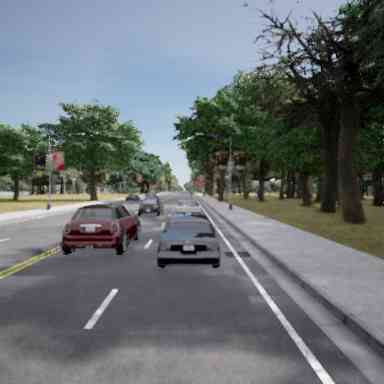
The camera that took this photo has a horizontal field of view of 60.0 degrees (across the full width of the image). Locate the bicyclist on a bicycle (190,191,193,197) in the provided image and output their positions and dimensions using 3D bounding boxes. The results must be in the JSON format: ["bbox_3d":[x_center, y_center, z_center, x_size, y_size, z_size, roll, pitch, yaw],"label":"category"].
[{"bbox_3d":[-0.067,0.643,93.066,0.866,1.612,1.509,0,0,-1],"label":"bicyclist on a bicycle"}]

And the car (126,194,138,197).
[{"bbox_3d":[-10.394,1.031,58.266,2.033,1.411,5.357,0,0,0],"label":"car"}]

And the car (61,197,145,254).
[{"bbox_3d":[-3.343,1.233,13.068,2.097,1.767,4.553,0,0,0],"label":"car"}]

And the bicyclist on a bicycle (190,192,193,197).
[{"bbox_3d":[0.029,0.729,84.066,0.582,1.620,1.656,0,0,-1],"label":"bicyclist on a bicycle"}]

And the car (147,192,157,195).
[{"bbox_3d":[-7.154,0.834,58.393,2.097,1.767,4.553,0,0,0],"label":"car"}]

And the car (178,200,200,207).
[{"bbox_3d":[-0.247,1.353,27.533,1.895,1.301,4.718,0,1,0],"label":"car"}]

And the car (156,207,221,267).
[{"bbox_3d":[-0.090,1.448,10.977,2.033,1.411,5.357,0,1,0],"label":"car"}]

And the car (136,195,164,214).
[{"bbox_3d":[-3.500,1.266,28.812,1.812,1.442,4.674,0,1,0],"label":"car"}]
